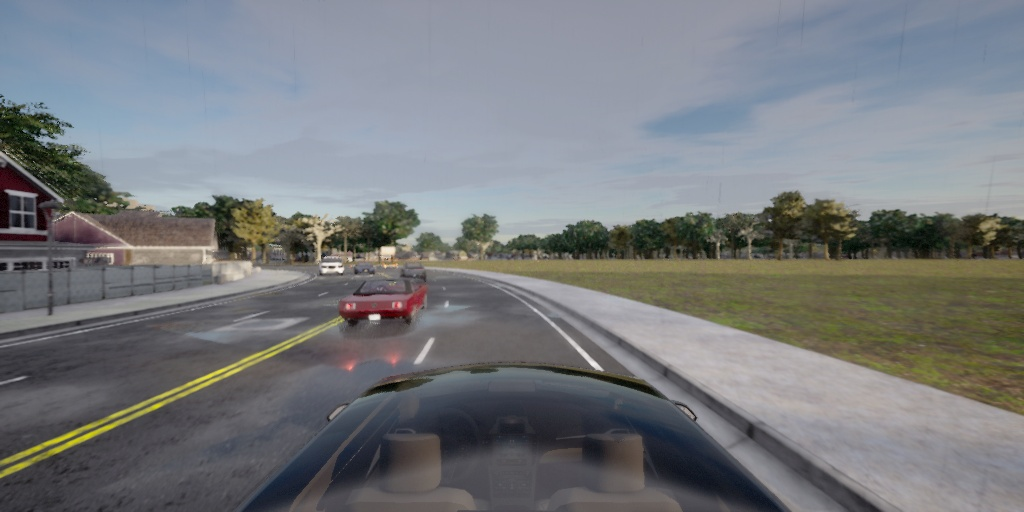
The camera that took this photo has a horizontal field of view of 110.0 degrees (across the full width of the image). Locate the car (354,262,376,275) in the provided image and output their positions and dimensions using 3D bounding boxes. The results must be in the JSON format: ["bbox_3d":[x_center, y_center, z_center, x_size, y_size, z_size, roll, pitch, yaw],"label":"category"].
[{"bbox_3d":[-16.385,1.381,39.731,1.994,1.385,4.181,-1,0,-28],"label":"car"}]

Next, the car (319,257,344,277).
[{"bbox_3d":[-19.528,1.077,38.822,2.150,2.045,5.566,-1,0,-28],"label":"car"}]

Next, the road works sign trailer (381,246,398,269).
[{"bbox_3d":[-19.891,0.240,57.500,2.380,3.560,2.880,0,0,-43],"label":"road works sign trailer"}]

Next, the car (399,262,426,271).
[{"bbox_3d":[-8.094,1.256,29.247,2.128,1.511,4.902,-1,0,-19],"label":"car"}]

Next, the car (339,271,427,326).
[{"bbox_3d":[-3.953,1.366,11.863,1.895,1.301,4.718,0,0,-7],"label":"car"}]
